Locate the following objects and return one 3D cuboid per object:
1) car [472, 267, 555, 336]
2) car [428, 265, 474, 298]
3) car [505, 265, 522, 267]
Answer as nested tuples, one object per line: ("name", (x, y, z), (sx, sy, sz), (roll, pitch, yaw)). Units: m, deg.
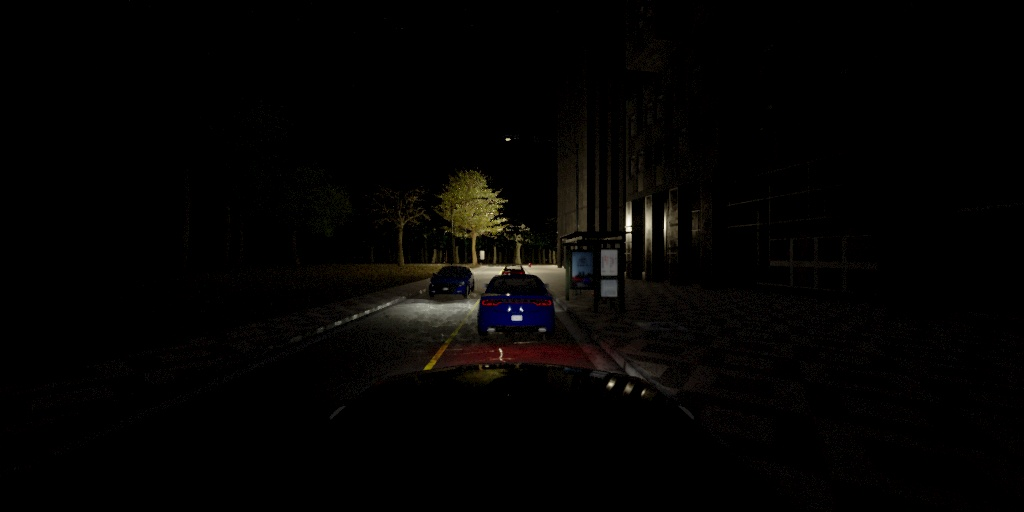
("car", (0.110, 1.242, 10.490), (1.882, 1.535, 5.008), (0, 0, 0))
("car", (-3.086, 1.271, 19.126), (1.882, 1.535, 5.008), (0, 0, 0))
("car", (0.129, 1.431, 30.274), (1.895, 1.301, 4.718), (0, 0, 0))
